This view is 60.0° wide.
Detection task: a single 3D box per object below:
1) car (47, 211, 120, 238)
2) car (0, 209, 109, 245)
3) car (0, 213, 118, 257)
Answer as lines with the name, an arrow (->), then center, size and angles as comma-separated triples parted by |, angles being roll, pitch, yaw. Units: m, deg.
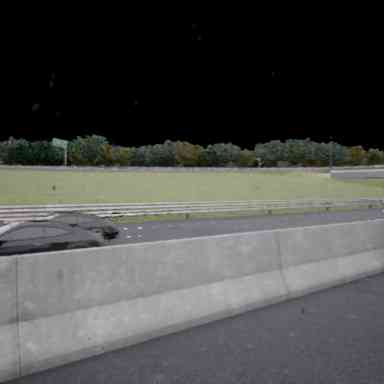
car -> -5.182, 1.525, 13.161 | 4.674, 1.442, 1.812 | 0, 0, -35
car -> -6.699, 1.601, 16.371 | 4.718, 1.301, 1.895 | 0, 0, -35
car -> -4.701, 1.525, 9.213 | 4.674, 1.442, 1.812 | 0, 0, -35
